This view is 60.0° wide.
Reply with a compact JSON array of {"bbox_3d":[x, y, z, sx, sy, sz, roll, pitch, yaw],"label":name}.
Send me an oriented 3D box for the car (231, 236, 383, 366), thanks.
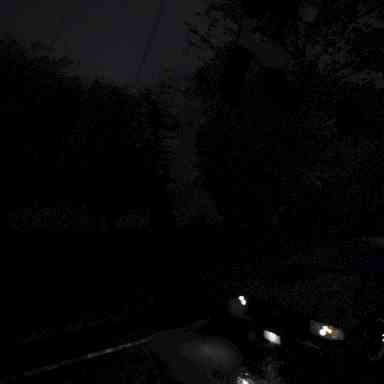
[{"bbox_3d":[3.237,1.559,5.989,5.357,1.411,2.033,0,0,-35],"label":"car"}]
